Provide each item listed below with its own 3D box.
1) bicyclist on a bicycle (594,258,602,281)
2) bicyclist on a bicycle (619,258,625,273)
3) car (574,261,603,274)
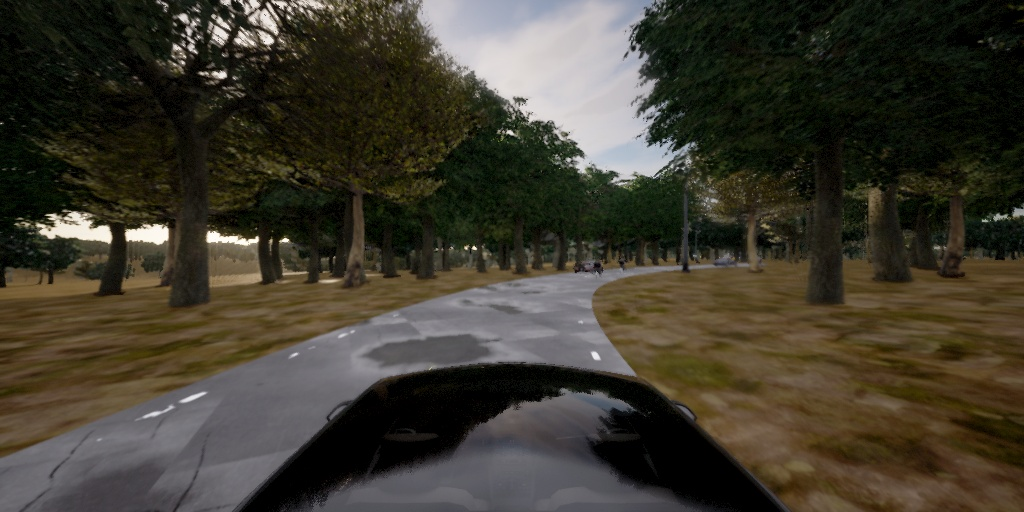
[{"bbox_3d":[6.876,1.071,28.562,0.659,1.776,1.843,0,1,25],"label":"bicyclist on a bicycle"},{"bbox_3d":[11.123,1.032,36.076,0.659,1.776,1.843,1,1,33],"label":"bicyclist on a bicycle"},{"bbox_3d":[8.286,1.196,38.767,1.994,1.385,4.181,0,1,34],"label":"car"}]
